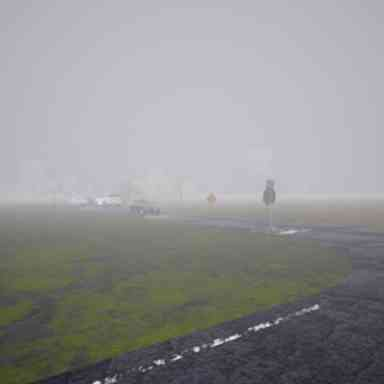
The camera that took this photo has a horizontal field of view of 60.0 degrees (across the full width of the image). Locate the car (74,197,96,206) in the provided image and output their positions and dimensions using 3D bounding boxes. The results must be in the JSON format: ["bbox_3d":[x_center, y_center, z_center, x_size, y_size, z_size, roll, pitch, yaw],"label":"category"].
[{"bbox_3d":[-18.097,1.511,56.326,2.033,1.411,5.357,-1,0,-35],"label":"car"}]

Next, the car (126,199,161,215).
[{"bbox_3d":[-4.751,1.416,32.283,1.837,1.490,4.892,-1,0,-35],"label":"car"}]

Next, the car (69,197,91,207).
[{"bbox_3d":[-17.039,1.501,50.006,1.812,1.442,4.674,-1,0,-35],"label":"car"}]

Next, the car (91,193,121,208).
[{"bbox_3d":[-12.144,1.149,47.886,2.150,2.045,5.566,-1,0,-34],"label":"car"}]

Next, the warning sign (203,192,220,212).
[{"bbox_3d":[1.869,0.953,32.060,1.300,1.860,1.060,-1,0,-35],"label":"warning sign"}]
